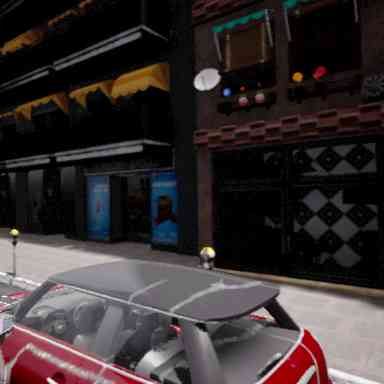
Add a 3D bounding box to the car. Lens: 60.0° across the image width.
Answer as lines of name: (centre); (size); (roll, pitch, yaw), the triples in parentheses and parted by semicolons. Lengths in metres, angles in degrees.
car: (-0.845, 1.435, 3.358); (4.097, 1.590, 1.967); (0, -1, 36)
